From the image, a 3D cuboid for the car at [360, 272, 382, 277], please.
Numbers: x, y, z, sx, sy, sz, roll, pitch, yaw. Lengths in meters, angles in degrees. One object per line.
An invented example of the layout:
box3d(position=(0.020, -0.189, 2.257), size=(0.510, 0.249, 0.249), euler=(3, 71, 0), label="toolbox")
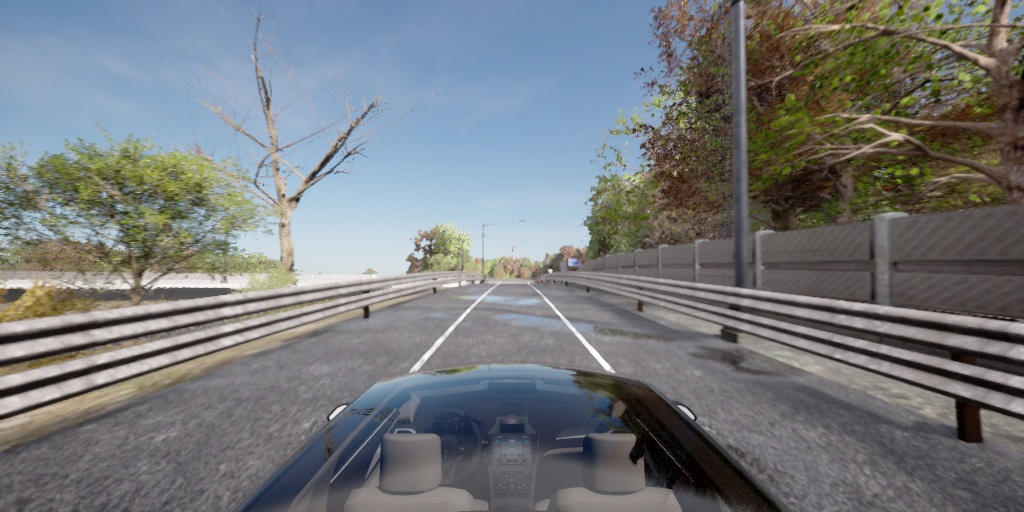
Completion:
box3d(position=(-22.054, 3.439, 57.531), size=(4.553, 1.767, 2.097), euler=(3, -6, -39), label="car")
